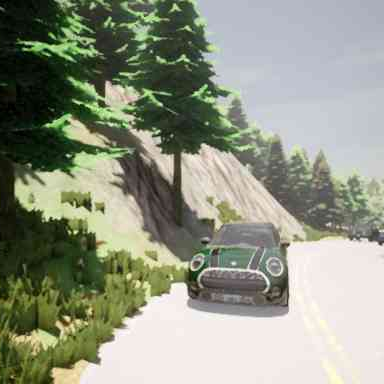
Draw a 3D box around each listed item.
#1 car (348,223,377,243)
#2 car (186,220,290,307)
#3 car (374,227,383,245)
[{"bbox_3d":[18.480,4.309,35.645,2.150,2.045,5.566,-1,-6,38],"label":"car"},{"bbox_3d":[1.391,1.557,8.559,2.097,1.767,4.553,0,-3,16],"label":"car"},{"bbox_3d":[17.953,4.074,29.643,1.812,1.442,4.674,-1,-6,39],"label":"car"}]
